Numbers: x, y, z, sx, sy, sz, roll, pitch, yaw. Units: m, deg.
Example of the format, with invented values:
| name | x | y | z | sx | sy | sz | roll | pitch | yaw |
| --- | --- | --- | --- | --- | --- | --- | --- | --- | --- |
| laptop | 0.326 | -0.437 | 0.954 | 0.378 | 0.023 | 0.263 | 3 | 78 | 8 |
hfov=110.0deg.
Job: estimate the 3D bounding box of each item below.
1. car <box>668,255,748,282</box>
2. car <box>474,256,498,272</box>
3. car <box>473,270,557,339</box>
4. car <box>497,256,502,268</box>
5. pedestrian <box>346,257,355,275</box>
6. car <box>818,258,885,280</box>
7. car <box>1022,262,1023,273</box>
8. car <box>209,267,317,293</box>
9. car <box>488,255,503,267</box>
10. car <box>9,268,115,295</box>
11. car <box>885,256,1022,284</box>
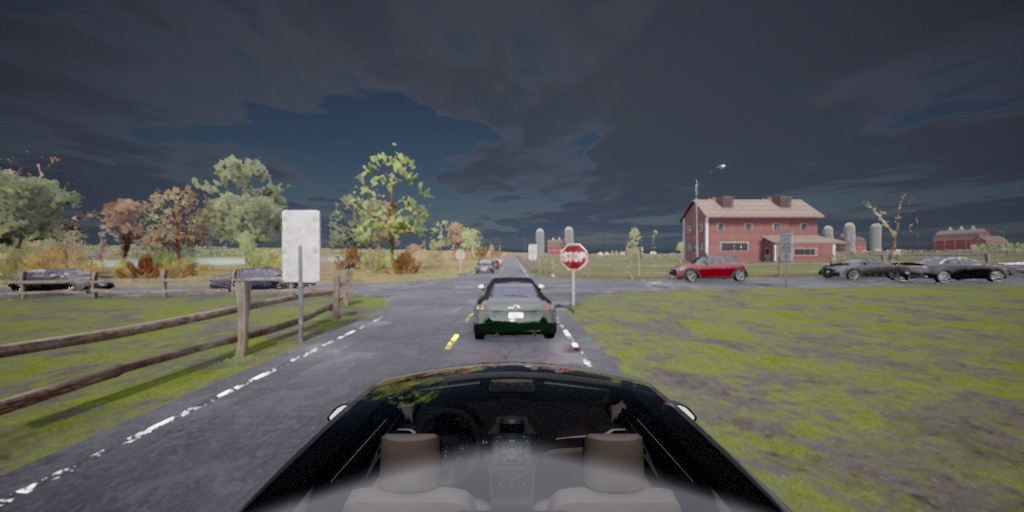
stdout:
| name | x | y | z | sx | sy | sz | roll | pitch | yaw |
| --- | --- | --- | --- | --- | --- | --- | --- | --- | --- |
| car | 12.861 | 0.753 | 23.742 | 4.553 | 1.767 | 2.097 | -1 | 1 | 2 |
| car | -2.774 | 1.054 | 38.074 | 1.812 | 1.442 | 4.674 | 0 | 0 | 0 |
| car | -0.005 | 1.264 | 9.883 | 1.994 | 1.385 | 4.181 | 0 | 0 | -3 |
| car | -2.725 | 1.032 | 48.034 | 1.994 | 1.385 | 4.181 | 0 | 0 | 2 |
| pedestrian | -12.110 | 1.010 | 26.955 | 0.375 | 1.860 | 0.375 | 0 | 2 | 1 |
| car | 22.807 | 0.823 | 23.592 | 4.181 | 1.385 | 1.994 | -1 | 1 | 1 |
| car | 35.048 | 0.678 | 23.465 | 4.718 | 1.301 | 1.895 | -1 | 1 | 1 |
| car | -14.496 | 1.372 | 21.022 | 5.357 | 1.411 | 2.033 | -1 | 1 | 0 |
| car | -2.679 | 0.756 | 58.667 | 2.097 | 1.767 | 4.553 | 0 | 0 | 1 |
| car | -26.493 | 1.480 | 21.215 | 4.902 | 1.511 | 2.128 | -1 | 1 | 1 |
| car | 25.199 | 0.757 | 20.620 | 4.902 | 1.511 | 2.128 | -1 | 1 | 1 |
